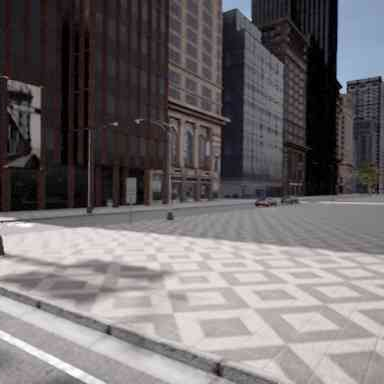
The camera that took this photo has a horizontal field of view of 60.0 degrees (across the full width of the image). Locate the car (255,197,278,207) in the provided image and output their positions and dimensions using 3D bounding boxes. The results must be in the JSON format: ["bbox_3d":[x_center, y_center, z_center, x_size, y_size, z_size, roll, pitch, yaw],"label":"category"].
[{"bbox_3d":[10.452,1.386,46.711,1.994,1.385,4.181,1,1,36],"label":"car"}]

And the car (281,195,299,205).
[{"bbox_3d":[16.180,1.270,54.900,2.128,1.511,4.902,1,1,35],"label":"car"}]
